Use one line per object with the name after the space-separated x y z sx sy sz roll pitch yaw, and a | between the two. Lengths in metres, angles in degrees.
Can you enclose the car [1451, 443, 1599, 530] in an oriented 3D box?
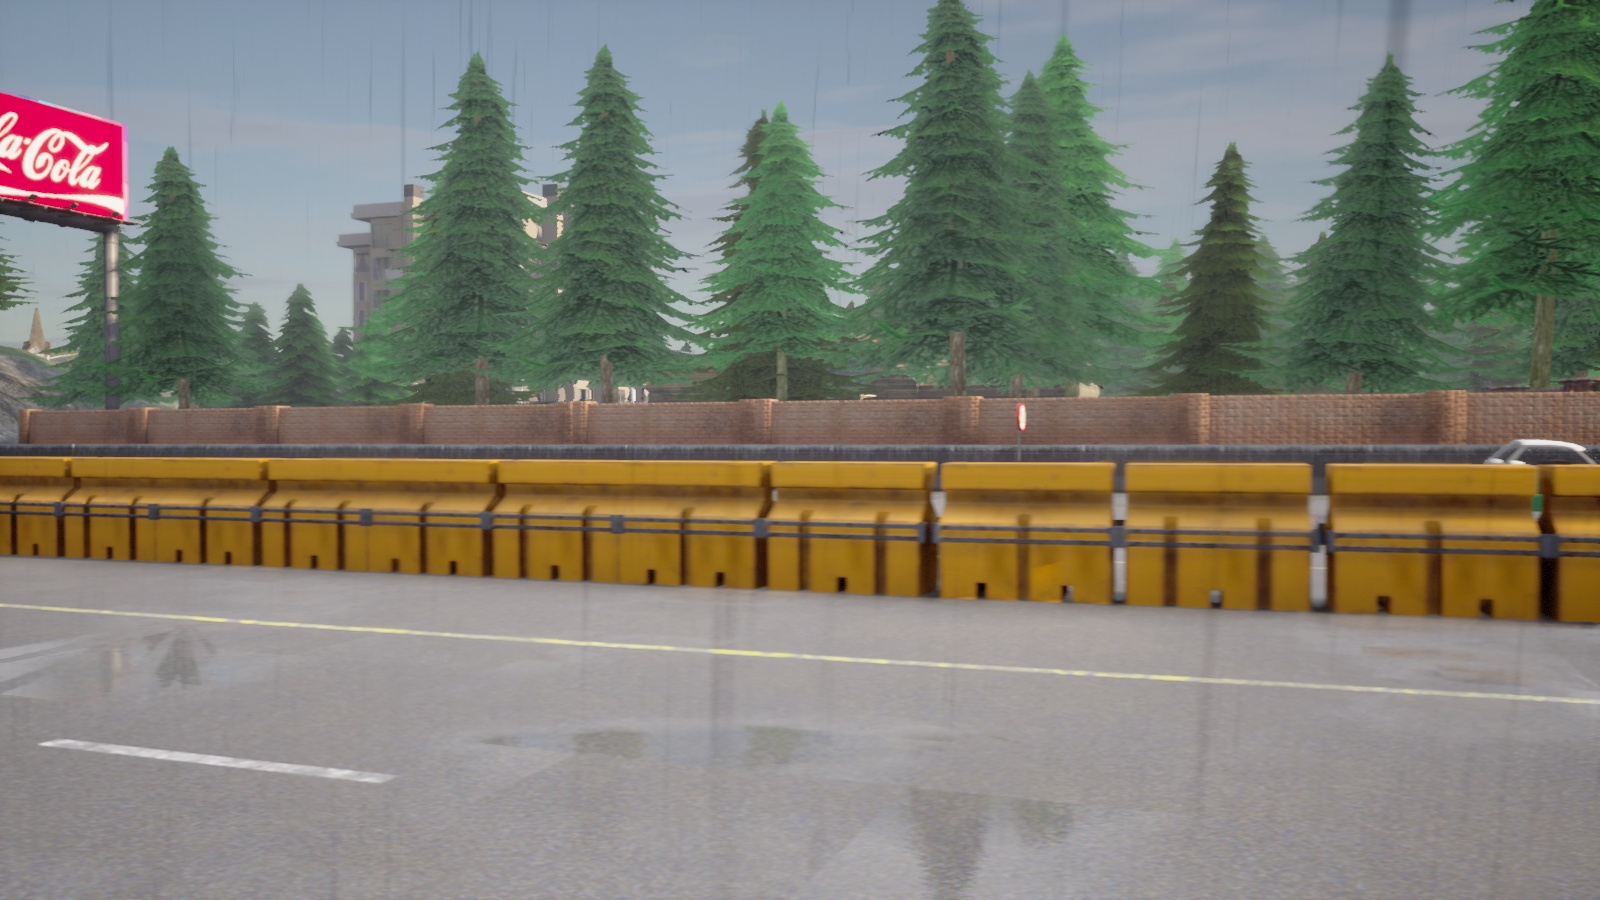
12.414 0.592 21.273 2.207 1.376 1.481 1 1 16 | car
